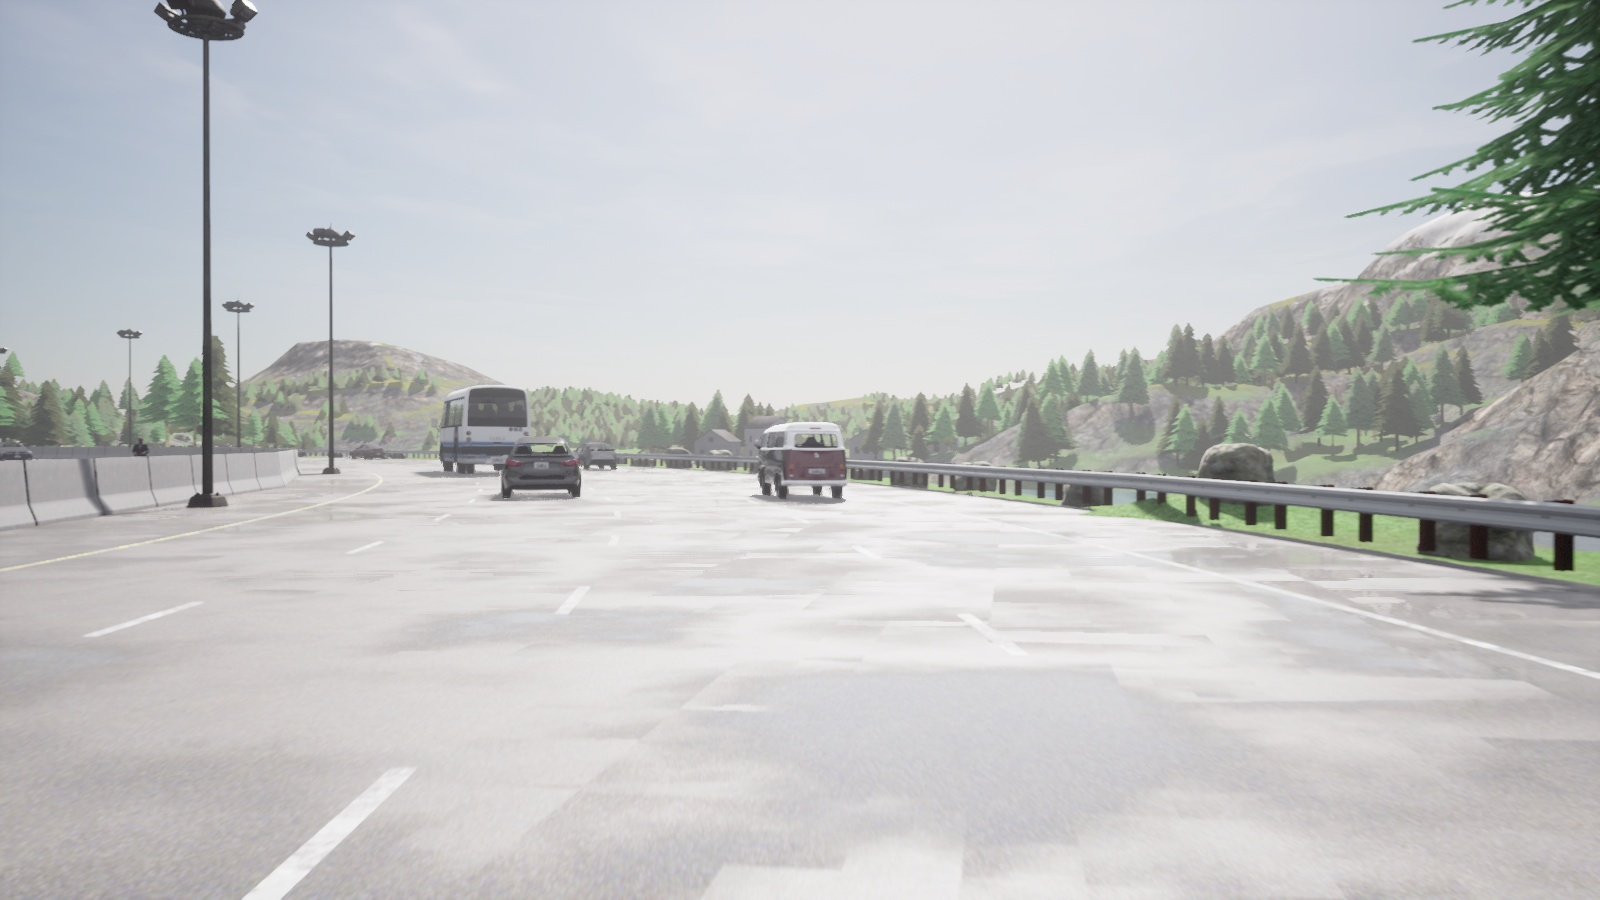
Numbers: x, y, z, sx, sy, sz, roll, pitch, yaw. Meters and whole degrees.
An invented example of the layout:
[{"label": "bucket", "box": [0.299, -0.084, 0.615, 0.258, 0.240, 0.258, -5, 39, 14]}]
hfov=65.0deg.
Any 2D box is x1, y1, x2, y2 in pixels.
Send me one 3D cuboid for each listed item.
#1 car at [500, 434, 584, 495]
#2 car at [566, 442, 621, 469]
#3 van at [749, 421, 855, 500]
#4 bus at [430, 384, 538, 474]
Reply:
[{"label": "car", "box": [-7.536, 0.382, 36.505, 2.242, 1.667, 4.611, 0, 0, -13]}, {"label": "car", "box": [-11.791, 0.286, 71.382, 2.007, 1.525, 4.514, 0, 0, -24]}, {"label": "van", "box": [-0.024, 0.274, 34.791, 2.069, 2.038, 4.480, 0, 0, -12]}, {"label": "bus", "box": [-16.396, -1.001, 64.465, 3.944, 4.253, 10.273, 0, 0, -22]}]
